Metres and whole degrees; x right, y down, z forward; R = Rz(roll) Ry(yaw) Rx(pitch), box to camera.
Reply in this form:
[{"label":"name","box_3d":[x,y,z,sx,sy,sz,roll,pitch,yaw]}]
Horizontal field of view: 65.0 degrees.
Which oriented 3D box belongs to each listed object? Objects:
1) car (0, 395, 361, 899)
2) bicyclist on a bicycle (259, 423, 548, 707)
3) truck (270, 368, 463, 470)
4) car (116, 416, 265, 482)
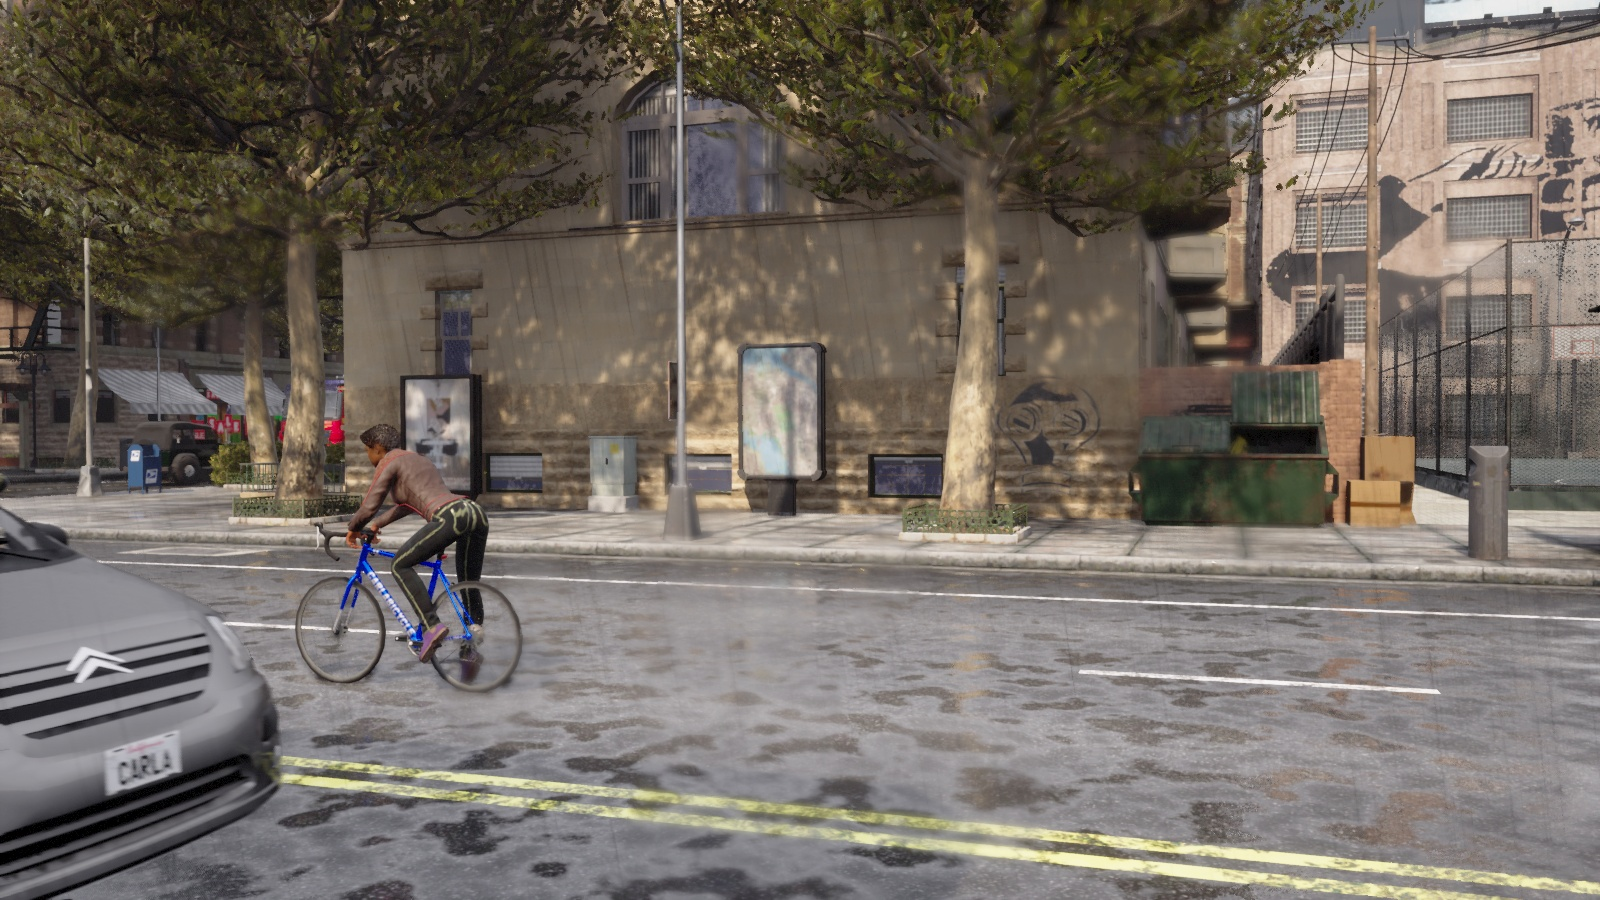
[{"label":"car","box_3d":[-3.834,0.639,4.474,3.988,1.617,1.851,1,1,19]},{"label":"bicyclist on a bicycle","box_3d":[-2.426,0.647,7.694,1.656,1.620,0.582,0,1,19]},{"label":"truck","box_3d":[-17.521,-1.230,51.577,2.891,3.827,8.468,1,1,19]},{"label":"car","box_3d":[-18.411,-0.057,38.117,1.905,1.878,3.866,1,1,19]}]
